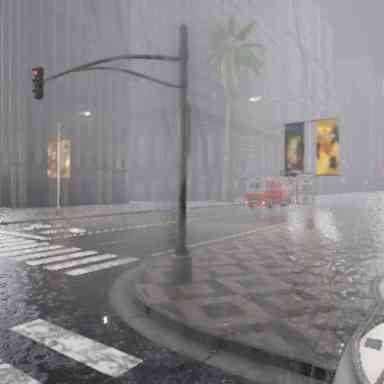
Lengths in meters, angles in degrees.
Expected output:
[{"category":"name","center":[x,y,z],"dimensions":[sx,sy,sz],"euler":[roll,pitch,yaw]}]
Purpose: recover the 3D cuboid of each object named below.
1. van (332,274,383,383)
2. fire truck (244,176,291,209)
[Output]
[{"category":"van","center":[2.603,1.342,1.212],"dimensions":[3.998,1.788,1.690],"euler":[0,1,36]},{"category":"fire truck","center":[9.540,0.003,41.152],"dimensions":[2.891,3.827,8.468],"euler":[1,1,35]}]
